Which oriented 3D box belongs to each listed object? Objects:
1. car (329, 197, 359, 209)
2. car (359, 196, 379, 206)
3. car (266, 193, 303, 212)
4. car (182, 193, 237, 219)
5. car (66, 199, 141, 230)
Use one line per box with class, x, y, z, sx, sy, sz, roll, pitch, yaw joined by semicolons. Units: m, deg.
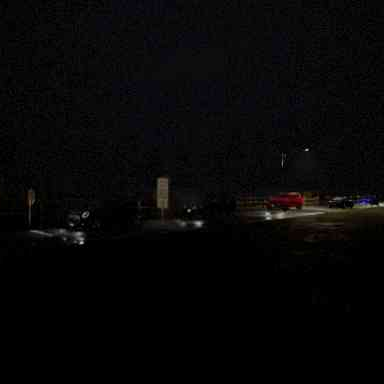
car;19.524;1.396;43.304;2.128;1.511;4.902;1;1;43
car;27.472;1.361;51.647;1.882;1.535;5.008;1;1;43
car;10.694;1.098;38.203;2.150;2.045;5.566;1;1;43
car;1.642;1.126;28.450;2.150;2.045;5.566;1;1;43
car;-5.382;1.279;20.658;2.097;1.767;4.553;1;1;40
